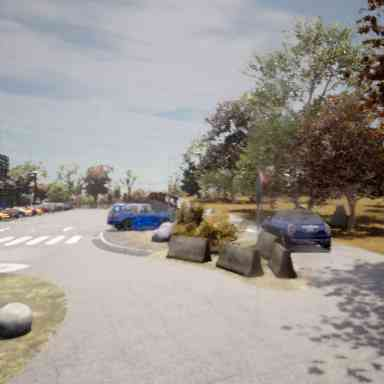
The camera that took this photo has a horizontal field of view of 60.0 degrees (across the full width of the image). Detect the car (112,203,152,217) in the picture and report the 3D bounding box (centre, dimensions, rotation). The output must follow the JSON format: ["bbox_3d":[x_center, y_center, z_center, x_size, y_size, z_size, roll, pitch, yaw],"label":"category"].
[{"bbox_3d":[-9.161,2.817,51.088,5.566,2.045,2.435,2,-3,-32],"label":"car"}]

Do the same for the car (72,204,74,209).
[{"bbox_3d":[-33.329,3.753,83.196,5.566,2.045,2.435,0,-2,-32],"label":"car"}]

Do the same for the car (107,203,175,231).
[{"bbox_3d":[-4.140,2.090,27.456,5.566,2.045,2.435,2,-3,-32],"label":"car"}]

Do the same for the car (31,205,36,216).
[{"bbox_3d":[-26.113,2.935,48.350,5.366,1.575,1.946,0,-2,-32],"label":"car"}]

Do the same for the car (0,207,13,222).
[{"bbox_3d":[-23.348,2.582,36.988,5.366,1.575,1.946,0,-2,-32],"label":"car"}]

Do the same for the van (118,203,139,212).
[{"bbox_3d":[-14.750,3.663,77.729,4.442,1.987,1.878,2,-3,-32],"label":"van"}]

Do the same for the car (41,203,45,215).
[{"bbox_3d":[-27.343,3.113,54.136,5.366,1.575,1.946,0,-2,-32],"label":"car"}]

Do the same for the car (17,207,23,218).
[{"bbox_3d":[-24.751,2.791,42.648,4.792,1.488,2.163,0,-2,-32],"label":"car"}]

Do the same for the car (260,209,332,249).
[{"bbox_3d":[4.871,1.635,16.225,2.097,1.767,4.553,0,0,-4],"label":"car"}]

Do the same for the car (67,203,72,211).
[{"bbox_3d":[-32.715,3.665,80.303,5.566,2.045,2.435,0,-2,-32],"label":"car"}]

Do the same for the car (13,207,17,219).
[{"bbox_3d":[-24.116,2.673,39.771,4.892,1.521,2.231,0,-2,-32],"label":"car"}]

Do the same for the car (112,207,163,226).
[{"bbox_3d":[-5.445,2.395,33.325,4.553,1.767,2.185,2,-3,-32],"label":"car"}]

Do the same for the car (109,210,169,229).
[{"bbox_3d":[-4.784,2.432,30.382,4.892,1.521,2.231,2,-2,-32],"label":"car"}]

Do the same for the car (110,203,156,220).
[{"bbox_3d":[-7.953,2.634,45.145,5.566,2.045,2.435,2,-2,-32],"label":"car"}]

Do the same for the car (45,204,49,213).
[{"bbox_3d":[-27.788,3.237,57.153,4.792,1.488,2.163,0,-2,-32],"label":"car"}]

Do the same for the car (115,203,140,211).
[{"bbox_3d":[-16.119,3.812,83.550,5.566,2.045,2.435,2,-2,-32],"label":"car"}]

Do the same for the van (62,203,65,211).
[{"bbox_3d":[-31.601,3.513,74.431,4.442,1.987,1.878,0,-2,-32],"label":"van"}]

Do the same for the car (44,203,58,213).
[{"bbox_3d":[-29.682,3.348,65.800,4.553,1.767,2.185,0,-2,-32],"label":"car"}]

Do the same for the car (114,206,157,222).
[{"bbox_3d":[-6.653,2.579,39.266,4.553,1.767,2.185,2,-2,-32],"label":"car"}]

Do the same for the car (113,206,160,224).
[{"bbox_3d":[-6.017,2.488,36.308,4.553,1.767,2.185,2,-2,-32],"label":"car"}]

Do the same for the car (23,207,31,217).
[{"bbox_3d":[-25.342,2.850,45.555,5.008,1.535,2.097,0,-2,-32],"label":"car"}]

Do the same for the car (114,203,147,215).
[{"bbox_3d":[-11.679,3.181,62.908,5.566,2.045,2.435,2,-3,-32],"label":"car"}]

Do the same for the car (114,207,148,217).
[{"bbox_3d":[-9.836,3.160,54.024,4.892,1.521,2.231,2,-3,-32],"label":"car"}]

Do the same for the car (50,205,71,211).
[{"bbox_3d":[-33.951,4.122,86.087,4.792,1.488,2.163,0,-2,-32],"label":"car"}]

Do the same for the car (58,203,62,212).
[{"bbox_3d":[-30.271,3.564,68.711,4.892,1.521,2.231,0,-2,-32],"label":"car"}]

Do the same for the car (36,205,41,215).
[{"bbox_3d":[-26.578,3.029,51.352,5.008,1.535,2.097,0,-2,-32],"label":"car"}]

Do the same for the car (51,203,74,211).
[{"bbox_3d":[-34.598,3.928,88.939,5.566,2.045,2.435,0,-2,-32],"label":"car"}]

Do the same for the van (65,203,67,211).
[{"bbox_3d":[-32.216,3.601,77.324,4.442,1.987,1.878,0,-2,-32],"label":"van"}]
